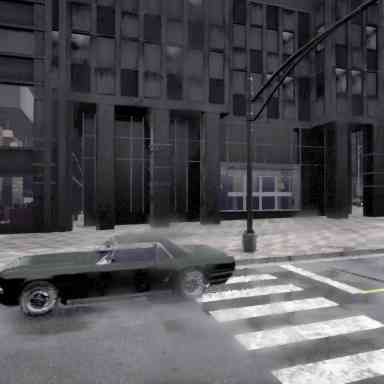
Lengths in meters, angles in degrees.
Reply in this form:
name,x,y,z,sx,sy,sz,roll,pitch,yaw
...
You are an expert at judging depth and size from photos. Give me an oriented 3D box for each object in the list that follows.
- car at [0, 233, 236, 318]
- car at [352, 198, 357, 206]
name,x,y,z,sx,sy,sz,roll,pitch,yaw
car,-1.551,1.613,7.277,4.718,1.301,1.895,-1,0,-17
car,22.513,1.327,49.276,1.994,1.385,4.181,0,-1,-16
